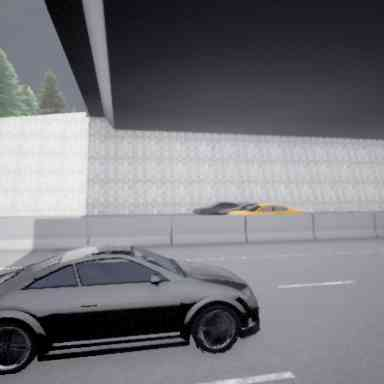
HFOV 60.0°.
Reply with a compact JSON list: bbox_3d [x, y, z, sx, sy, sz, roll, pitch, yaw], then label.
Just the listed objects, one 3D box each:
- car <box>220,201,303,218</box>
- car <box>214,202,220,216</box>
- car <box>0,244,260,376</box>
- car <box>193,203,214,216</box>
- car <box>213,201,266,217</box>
[{"bbox_3d":[4.588,1.473,21.095,5.008,1.535,1.882,0,0,-13],"label":"car"},{"bbox_3d":[4.316,1.521,24.609,4.674,1.442,1.812,0,0,-13],"label":"car"},{"bbox_3d":[-1.088,1.563,5.261,4.181,1.385,1.994,0,0,-13],"label":"car"},{"bbox_3d":[2.376,1.521,27.759,4.674,1.442,1.812,0,0,-13],"label":"car"},{"bbox_3d":[4.518,1.595,31.842,4.718,1.301,1.895,0,0,-13],"label":"car"}]
